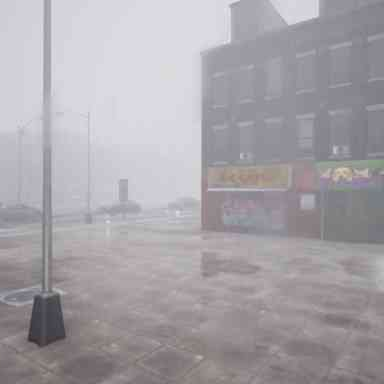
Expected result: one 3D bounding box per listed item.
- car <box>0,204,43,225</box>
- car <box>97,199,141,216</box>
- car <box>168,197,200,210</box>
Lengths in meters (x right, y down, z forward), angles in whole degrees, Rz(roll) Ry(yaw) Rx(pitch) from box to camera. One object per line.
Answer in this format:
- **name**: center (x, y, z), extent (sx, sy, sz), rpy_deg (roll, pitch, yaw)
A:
- **car**: center (-12.736, 1.512, 23.470), extent (1.994, 1.385, 4.181), rpy_deg (0, 0, 36)
- **car**: center (-6.866, 1.435, 31.784), extent (1.812, 1.442, 4.674), rpy_deg (0, 0, 35)
- **car**: center (-0.912, 1.378, 40.200), extent (1.837, 1.490, 4.892), rpy_deg (0, 0, 36)
